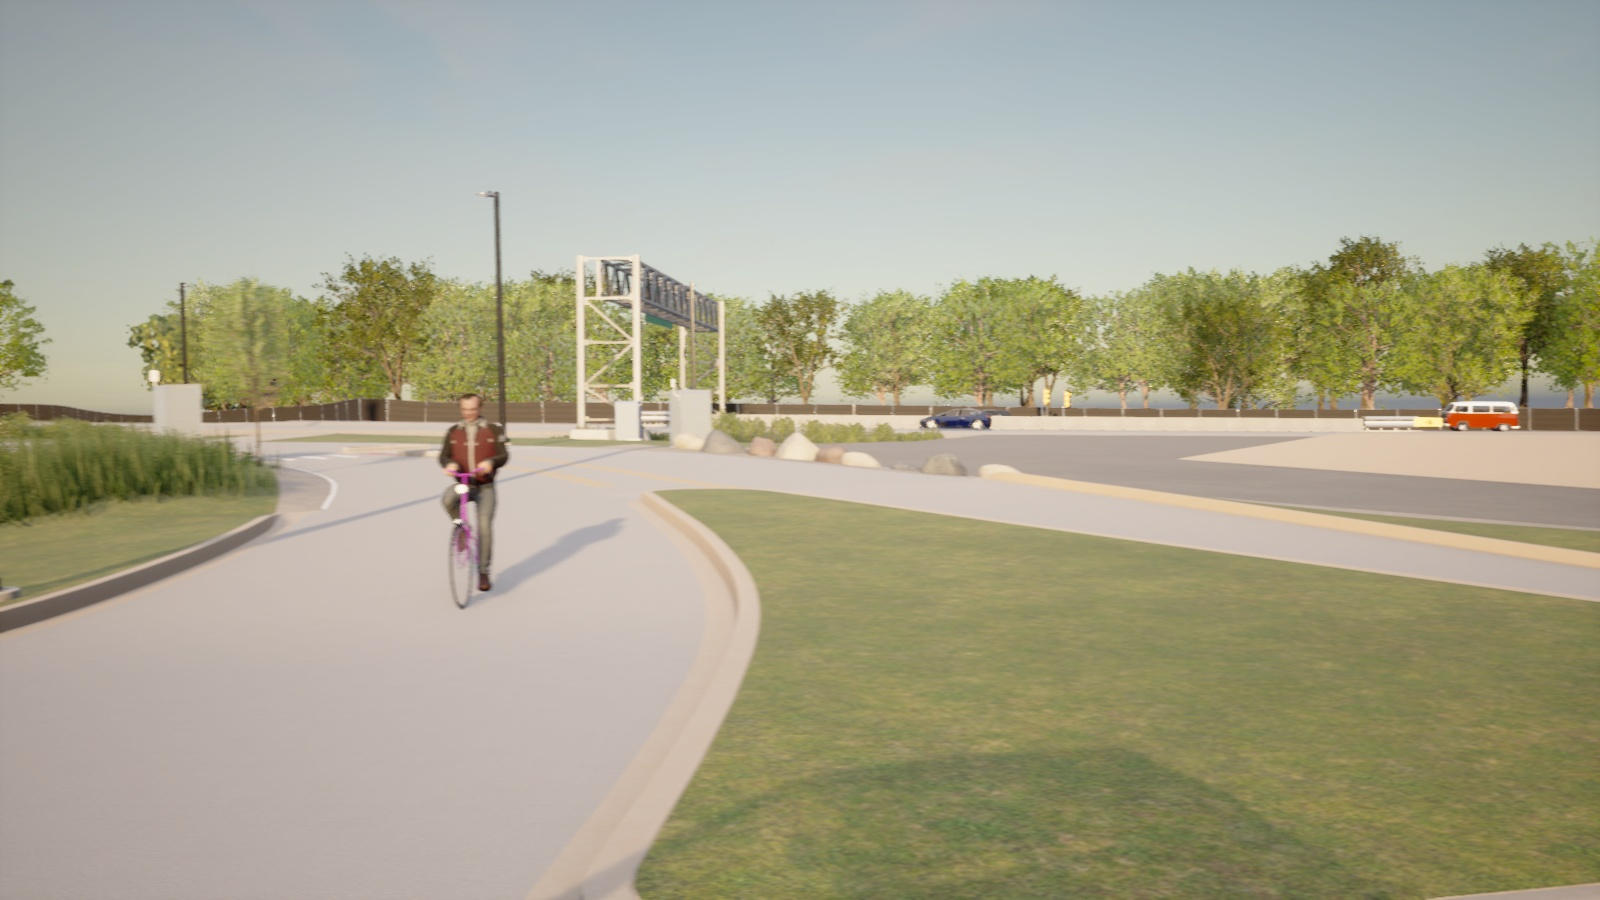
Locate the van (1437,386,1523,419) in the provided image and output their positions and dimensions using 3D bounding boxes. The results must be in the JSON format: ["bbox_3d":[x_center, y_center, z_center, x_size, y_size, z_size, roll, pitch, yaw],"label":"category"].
[{"bbox_3d":[44.193,-3.096,81.682,4.480,2.038,2.069,0,4,12],"label":"van"}]

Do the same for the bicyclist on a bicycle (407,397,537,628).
[{"bbox_3d":[-2.745,0.454,10.711,0.659,1.776,1.843,-3,2,-5],"label":"bicyclist on a bicycle"}]

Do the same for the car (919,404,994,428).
[{"bbox_3d":[10.312,-2.264,82.780,4.792,1.488,2.163,-1,2,7],"label":"car"}]
